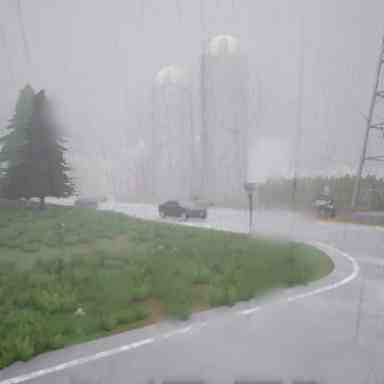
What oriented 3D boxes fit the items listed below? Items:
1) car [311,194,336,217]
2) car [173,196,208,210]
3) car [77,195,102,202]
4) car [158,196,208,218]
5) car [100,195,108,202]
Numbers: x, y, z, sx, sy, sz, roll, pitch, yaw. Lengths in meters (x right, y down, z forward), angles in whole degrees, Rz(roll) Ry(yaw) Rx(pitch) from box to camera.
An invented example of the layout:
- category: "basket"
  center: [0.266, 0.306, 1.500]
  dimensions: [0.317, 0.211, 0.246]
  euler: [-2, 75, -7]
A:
- category: "car"
  center: [11.424, 1.154, 28.874]
  dimensions: [1.905, 1.878, 3.866]
  euler: [0, 0, 24]
- category: "car"
  center: [-0.159, 1.285, 41.330]
  dimensions: [3.988, 1.617, 1.851]
  euler: [0, 0, -36]
- category: "car"
  center: [-14.207, 1.426, 44.673]
  dimensions: [1.895, 1.301, 4.718]
  euler: [0, 0, -34]
- category: "car"
  center: [-0.782, 1.304, 25.393]
  dimensions: [1.882, 1.535, 5.008]
  euler: [0, 0, -35]
- category: "car"
  center: [-19.472, 1.353, 68.104]
  dimensions: [4.181, 1.381, 1.994]
  euler: [0, 0, -36]
